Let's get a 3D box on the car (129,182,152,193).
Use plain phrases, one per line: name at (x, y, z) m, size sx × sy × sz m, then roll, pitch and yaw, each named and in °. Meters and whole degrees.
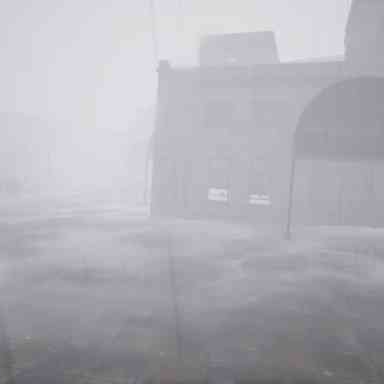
car at (-7.358, -0.748, 49.871) m, size 2.128 × 1.511 × 4.902 m, roll 5°, pitch 4°, yaw 27°
